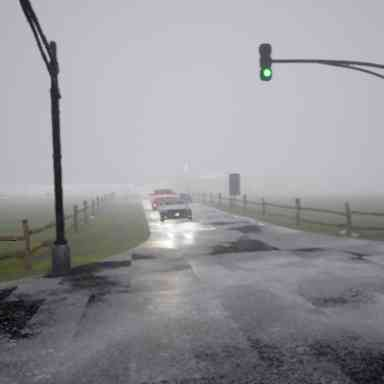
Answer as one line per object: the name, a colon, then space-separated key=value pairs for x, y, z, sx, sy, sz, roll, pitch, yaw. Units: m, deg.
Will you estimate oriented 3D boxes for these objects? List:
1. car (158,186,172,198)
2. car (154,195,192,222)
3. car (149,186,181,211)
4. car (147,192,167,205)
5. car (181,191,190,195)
car: x=-5.206 y=-0.062 z=62.654 sx=2.150 sy=2.045 sz=5.566 roll=-2 pitch=1 yaw=-10
car: x=-1.218 y=1.139 z=22.054 sx=1.994 sy=1.385 sz=4.181 roll=-2 pitch=1 yaw=-9
car: x=-2.740 y=0.617 z=31.387 sx=2.150 sy=2.045 sz=5.566 roll=-2 pitch=1 yaw=-9
car: x=-4.485 y=0.743 z=41.915 sx=2.033 sy=1.411 sz=5.357 roll=-2 pitch=1 yaw=-10
car: x=-1.171 y=0.658 z=39.379 sx=1.837 sy=1.490 sz=4.892 roll=-2 pitch=1 yaw=-10
